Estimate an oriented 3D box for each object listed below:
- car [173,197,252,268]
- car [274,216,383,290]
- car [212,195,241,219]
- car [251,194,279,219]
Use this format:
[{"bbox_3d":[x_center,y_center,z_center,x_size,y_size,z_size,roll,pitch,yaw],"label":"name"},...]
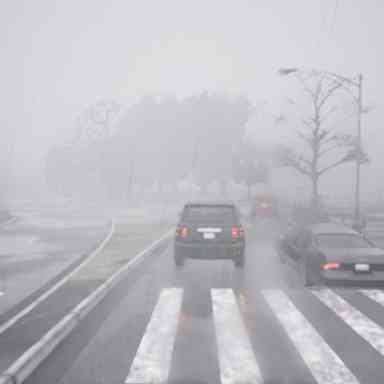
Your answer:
[{"bbox_3d":[0.634,1.317,11.830,2.150,2.045,5.566,0,0,3],"label":"car"},{"bbox_3d":[3.710,1.641,9.458,2.033,1.411,5.357,0,-1,4],"label":"car"},{"bbox_3d":[3.157,1.211,29.463,2.097,1.767,4.553,1,2,12],"label":"car"},{"bbox_3d":[6.162,1.137,28.205,2.150,2.045,5.566,1,2,12],"label":"car"}]
